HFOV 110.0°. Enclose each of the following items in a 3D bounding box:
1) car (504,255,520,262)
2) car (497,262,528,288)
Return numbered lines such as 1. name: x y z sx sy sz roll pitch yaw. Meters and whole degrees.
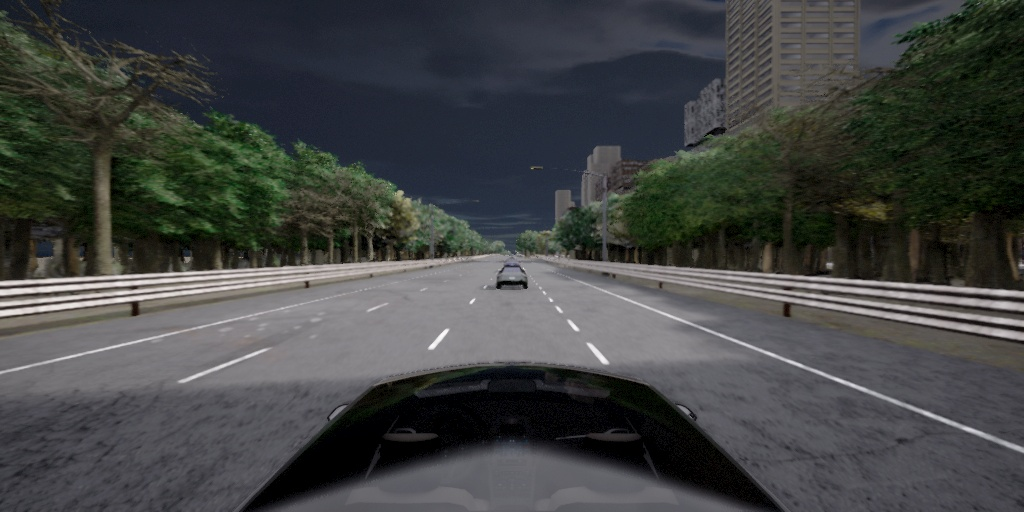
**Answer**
1. car: 0.019 1.076 45.860 2.097 1.767 4.553 0 0 0
2. car: 0.009 1.308 23.929 1.994 1.385 4.181 0 0 0
